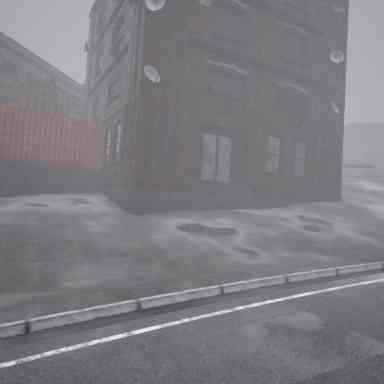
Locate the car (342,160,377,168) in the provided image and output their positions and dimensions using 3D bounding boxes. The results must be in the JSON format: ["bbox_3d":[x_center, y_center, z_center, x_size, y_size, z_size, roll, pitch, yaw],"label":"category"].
[{"bbox_3d":[20.959,-3.282,42.379,4.553,1.767,2.185,2,-3,14],"label":"car"}]
